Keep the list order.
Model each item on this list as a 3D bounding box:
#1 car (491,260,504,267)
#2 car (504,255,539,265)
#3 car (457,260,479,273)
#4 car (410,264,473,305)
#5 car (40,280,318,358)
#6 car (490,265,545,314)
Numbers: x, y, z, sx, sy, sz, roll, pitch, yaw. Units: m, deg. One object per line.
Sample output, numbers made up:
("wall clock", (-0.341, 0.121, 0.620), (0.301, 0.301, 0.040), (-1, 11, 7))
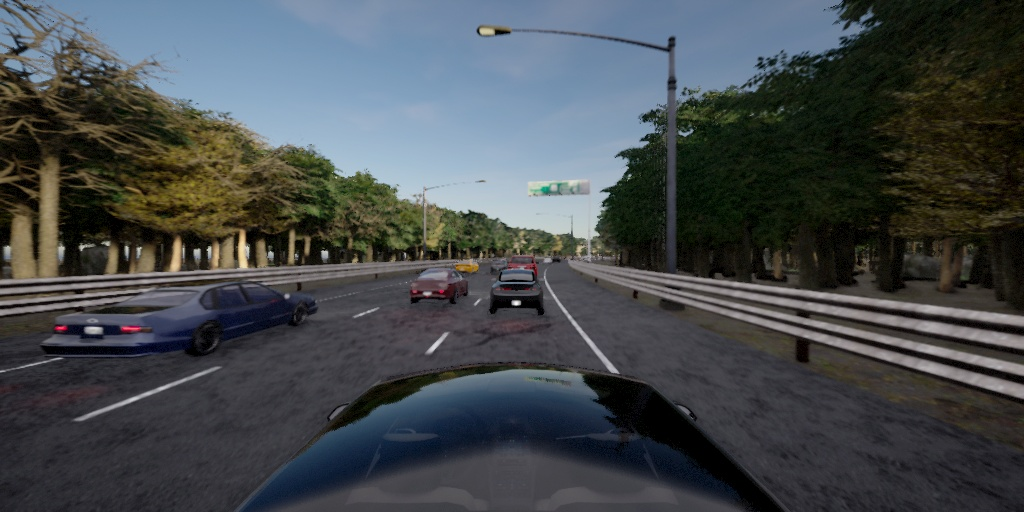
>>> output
("car", (-1.336, 1.229, 42.411), (2.128, 1.511, 4.902), (0, 0, 6))
("car", (0.866, 0.971, 27.367), (2.150, 2.045, 5.566), (0, 0, 4))
("car", (-5.048, 1.207, 40.483), (1.882, 1.535, 5.008), (0, 0, 6))
("car", (-3.141, 1.268, 16.021), (1.812, 1.442, 4.674), (0, 0, 2))
("car", (-6.905, 1.282, 8.483), (2.033, 1.411, 5.357), (0, 0, 1))
("car", (0.219, 1.256, 13.917), (1.837, 1.490, 4.892), (0, 0, 2))
